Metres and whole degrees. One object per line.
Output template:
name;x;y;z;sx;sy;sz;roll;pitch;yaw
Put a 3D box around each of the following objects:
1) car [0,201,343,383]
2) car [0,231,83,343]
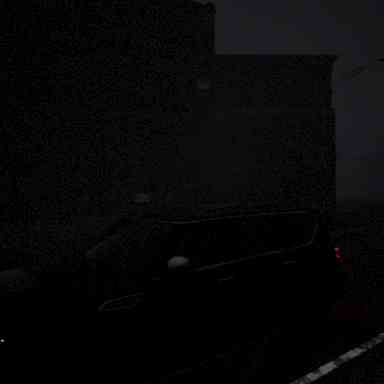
car;-0.114;1.200;4.734;5.566;2.045;2.150;-1;0;-36
car;-4.156;1.569;5.285;4.181;1.385;1.994;0;0;-36
